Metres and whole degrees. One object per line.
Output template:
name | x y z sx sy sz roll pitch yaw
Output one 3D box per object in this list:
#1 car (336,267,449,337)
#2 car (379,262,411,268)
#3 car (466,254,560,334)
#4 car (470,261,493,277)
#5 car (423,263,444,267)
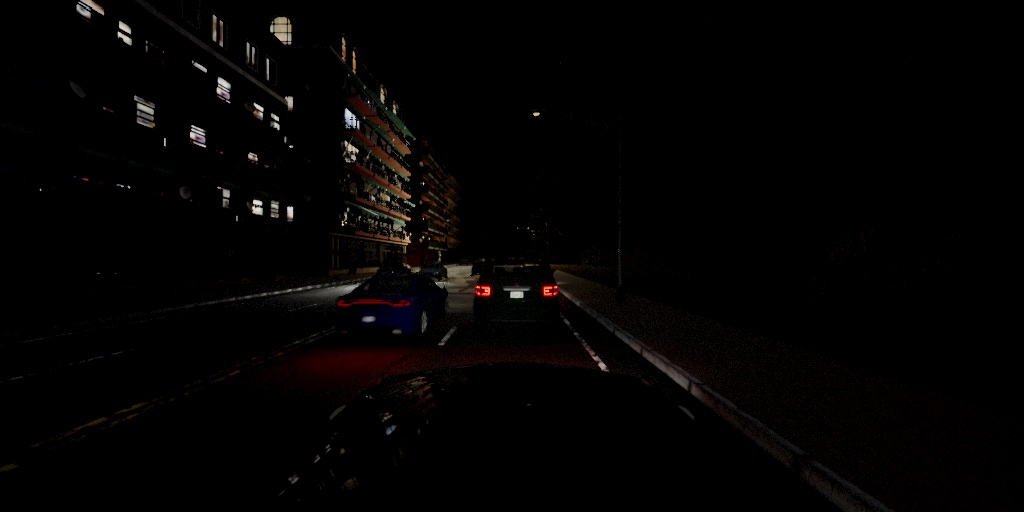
car | -3.118 1.229 10.301 1.882 1.535 5.008 0 0 0
car | -9.741 1.243 29.832 2.128 1.511 4.902 0 0 0
car | 0.130 0.973 10.806 2.150 2.045 5.566 0 0 0
car | -3.015 1.258 36.359 1.837 1.490 4.892 0 0 0
car | -6.492 1.278 29.607 1.812 1.442 4.674 0 0 0
